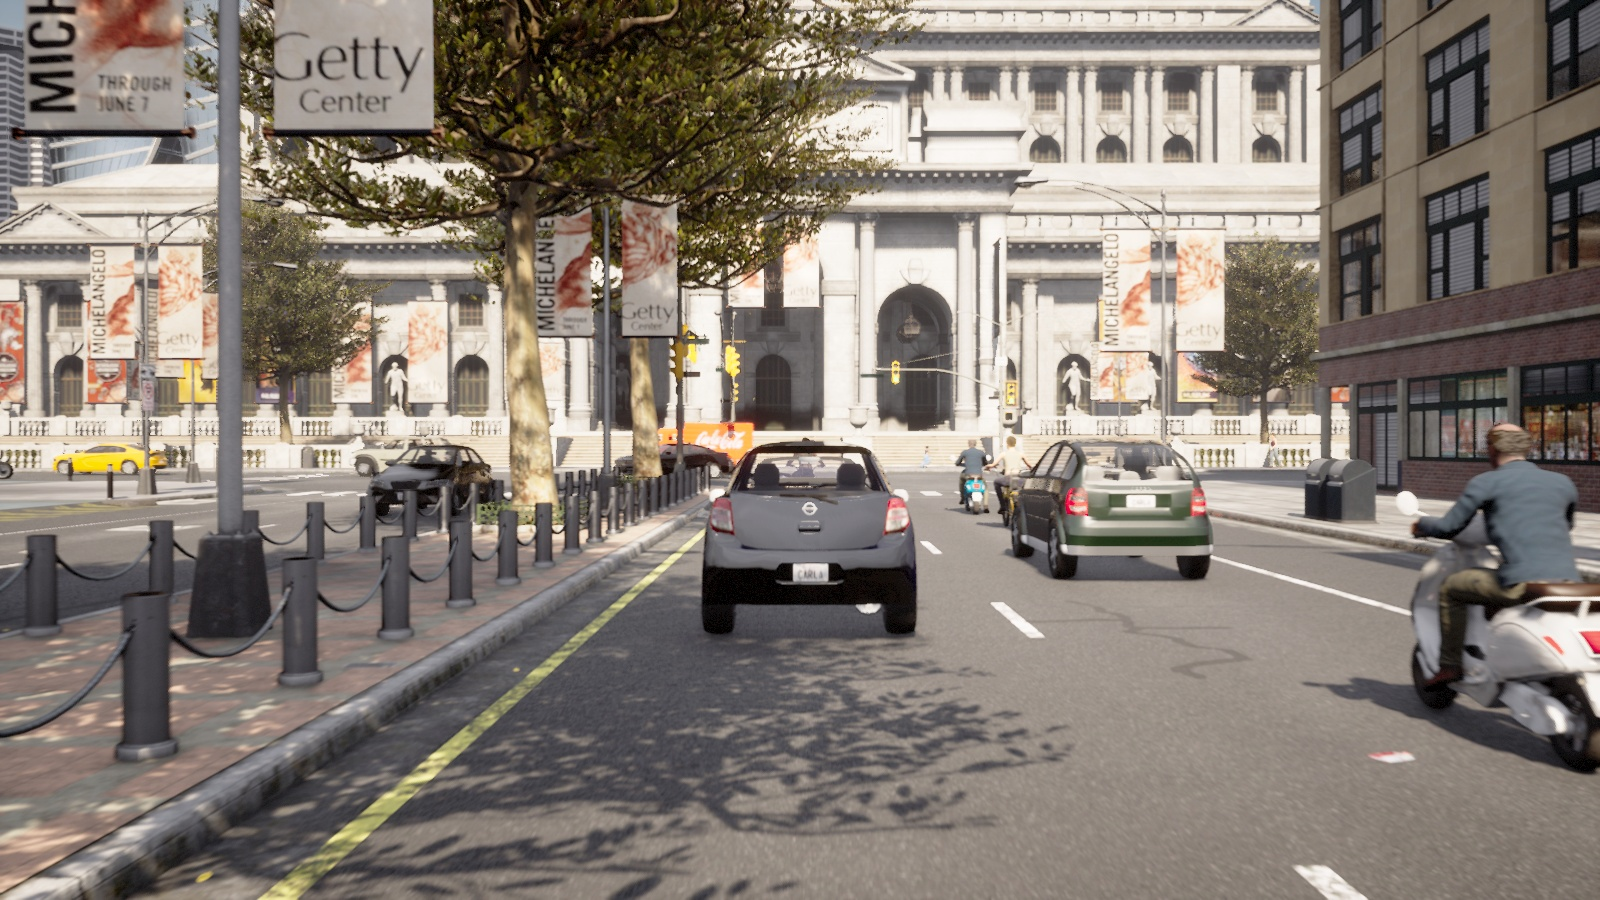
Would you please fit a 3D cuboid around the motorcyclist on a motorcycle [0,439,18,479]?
[{"bbox_3d":[-34.193,0.371,52.617,2.350,1.649,0.766,0,0,0],"label":"motorcyclist on a motorcycle"}]

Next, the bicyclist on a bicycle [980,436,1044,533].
[{"bbox_3d":[3.635,0.563,21.645,0.866,1.612,1.509,0,0,1],"label":"bicyclist on a bicycle"}]

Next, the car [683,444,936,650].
[{"bbox_3d":[0.078,0.698,10.998,1.845,1.501,3.633,0,0,0],"label":"car"}]

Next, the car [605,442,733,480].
[{"bbox_3d":[-5.391,0.425,52.080,5.008,1.535,1.882,0,0,-35],"label":"car"}]

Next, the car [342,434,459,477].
[{"bbox_3d":[-17.758,0.232,55.960,4.605,1.855,1.932,0,0,1],"label":"car"}]

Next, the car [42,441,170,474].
[{"bbox_3d":[-32.893,0.360,59.606,5.008,1.535,1.882,0,0,1],"label":"car"}]

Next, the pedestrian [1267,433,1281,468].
[{"bbox_3d":[24.917,0.049,66.011,0.594,1.836,0.345,0,0,-7],"label":"pedestrian"}]

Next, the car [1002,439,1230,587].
[{"bbox_3d":[3.599,0.643,14.970,1.789,1.549,3.705,0,0,0],"label":"car"}]

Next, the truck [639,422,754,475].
[{"bbox_3d":[-4.827,-0.081,59.333,5.204,2.467,2.627,0,0,1],"label":"truck"}]

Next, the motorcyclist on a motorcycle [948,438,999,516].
[{"bbox_3d":[3.643,0.553,26.497,0.866,1.590,1.817,0,0,1],"label":"motorcyclist on a motorcycle"}]

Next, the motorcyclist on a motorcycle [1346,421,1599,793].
[{"bbox_3d":[3.551,0.667,6.269,0.866,1.590,1.817,0,0,0],"label":"motorcyclist on a motorcycle"}]

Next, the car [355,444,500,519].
[{"bbox_3d":[-7.834,0.602,26.808,1.816,1.474,4.193,0,0,0],"label":"car"}]
